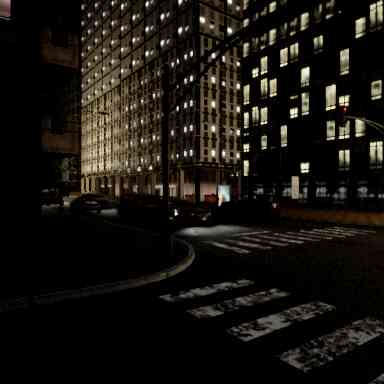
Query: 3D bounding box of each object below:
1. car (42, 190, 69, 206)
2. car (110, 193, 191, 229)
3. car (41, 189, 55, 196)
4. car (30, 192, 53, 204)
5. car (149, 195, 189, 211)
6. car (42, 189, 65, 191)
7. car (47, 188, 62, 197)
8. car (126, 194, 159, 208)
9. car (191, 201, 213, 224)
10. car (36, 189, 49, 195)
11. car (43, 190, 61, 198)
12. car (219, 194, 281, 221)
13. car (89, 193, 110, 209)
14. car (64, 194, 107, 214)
[{"bbox_3d":[-15.657,0.827,37.240,2.008,1.369,4.403,2,0,-36],"label":"car"},{"bbox_3d":[-2.579,1.008,19.315,2.192,1.841,5.009,2,0,-36],"label":"car"},{"bbox_3d":[-31.802,0.096,73.605,1.887,1.381,4.507,1,0,-36],"label":"car"},{"bbox_3d":[-18.925,0.752,41.720,1.802,1.307,4.206,2,0,-36],"label":"car"},{"bbox_3d":[-2.388,1.070,33.266,1.947,1.339,4.313,1,0,-36],"label":"car"},{"bbox_3d":[-20.788,0.543,48.816,2.128,1.511,4.902,0,1,-36],"label":"car"},{"bbox_3d":[-28.531,0.099,69.122,1.967,1.590,4.097,1,0,-36],"label":"car"},{"bbox_3d":[-5.657,0.966,37.748,1.947,1.339,4.313,1,0,-36],"label":"car"},{"bbox_3d":[-0.654,1.220,21.039,1.812,1.442,4.674,0,1,-36],"label":"car"},{"bbox_3d":[-35.071,-0.011,78.087,1.887,1.381,4.507,1,0,-36],"label":"car"},{"bbox_3d":[-25.545,0.382,60.600,1.994,1.385,4.181,0,1,-36],"label":"car"},{"bbox_3d":[4.155,1.027,24.301,2.192,1.841,5.009,1,0,-36],"label":"car"},{"bbox_3d":[-9.870,0.878,33.684,1.882,1.535,5.008,0,1,-36],"label":"car"},{"bbox_3d":[-9.122,1.067,28.278,1.802,1.307,4.206,2,0,-36],"label":"car"}]
